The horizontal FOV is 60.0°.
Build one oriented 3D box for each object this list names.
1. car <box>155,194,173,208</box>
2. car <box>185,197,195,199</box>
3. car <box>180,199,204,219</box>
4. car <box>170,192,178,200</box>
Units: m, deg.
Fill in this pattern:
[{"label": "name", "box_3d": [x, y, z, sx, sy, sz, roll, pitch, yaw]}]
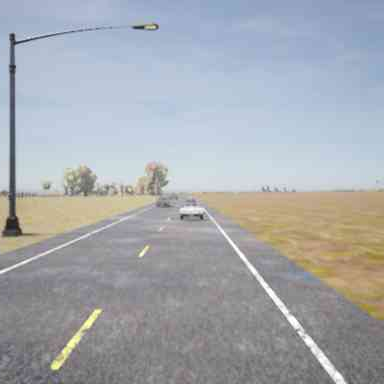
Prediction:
[{"label": "car", "box_3d": [-3.958, 1.373, 45.674, 1.837, 1.490, 4.892, 0, 0, -1]}, {"label": "car", "box_3d": [-0.277, 1.361, 45.715, 2.128, 1.511, 4.902, 0, 0, -1]}, {"label": "car", "box_3d": [-0.042, 1.513, 27.792, 1.895, 1.301, 4.718, 0, 0, -1]}, {"label": "car", "box_3d": [-4.800, 1.030, 85.840, 2.150, 2.045, 5.566, 0, 0, -2]}]
